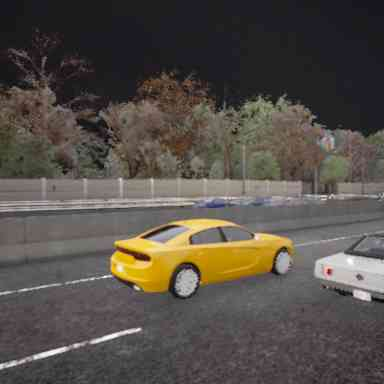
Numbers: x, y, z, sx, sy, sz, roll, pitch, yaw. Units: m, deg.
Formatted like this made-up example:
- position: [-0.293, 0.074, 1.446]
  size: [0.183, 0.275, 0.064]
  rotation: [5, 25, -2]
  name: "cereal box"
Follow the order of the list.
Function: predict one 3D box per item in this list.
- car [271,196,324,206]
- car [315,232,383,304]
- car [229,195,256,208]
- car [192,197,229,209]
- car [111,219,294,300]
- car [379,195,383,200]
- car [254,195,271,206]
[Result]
- position: [9.134, 1.141, 27.706]
  size: [4.553, 1.767, 2.097]
  rotation: [-1, 0, -35]
  name: "car"
- position: [4.829, 1.528, 7.194]
  size: [4.718, 1.301, 1.895]
  rotation: [-1, 0, -36]
  name: "car"
- position: [6.485, 1.126, 34.413]
  size: [4.553, 1.767, 2.097]
  rotation: [-1, 0, -35]
  name: "car"
- position: [2.215, 1.324, 35.668]
  size: [4.674, 1.442, 1.812]
  rotation: [-1, 0, -35]
  name: "car"
- position: [0.505, 1.431, 8.404]
  size: [5.008, 1.535, 1.882]
  rotation: [-1, 0, -36]
  name: "car"
- position: [35.140, 0.978, 59.046]
  size: [4.674, 1.442, 1.812]
  rotation: [-1, 0, -36]
  name: "car"
- position: [8.634, 1.264, 31.649]
  size: [4.902, 1.511, 2.128]
  rotation: [-1, 0, -35]
  name: "car"
